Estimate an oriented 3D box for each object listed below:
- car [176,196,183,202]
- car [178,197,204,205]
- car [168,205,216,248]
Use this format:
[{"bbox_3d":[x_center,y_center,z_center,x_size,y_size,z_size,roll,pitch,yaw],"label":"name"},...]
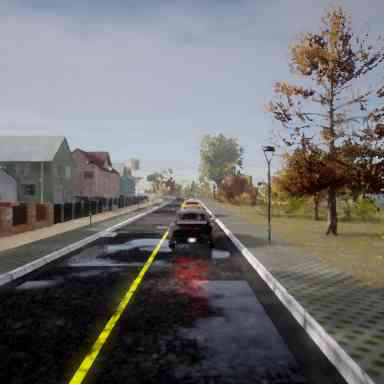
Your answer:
[{"bbox_3d":[-2.753,1.509,75.884,1.895,1.301,4.718,0,0,0],"label":"car"},{"bbox_3d":[0.000,1.479,29.649,1.882,1.535,5.008,0,0,0],"label":"car"},{"bbox_3d":[0.000,1.517,14.650,1.837,1.490,4.892,0,0,0],"label":"car"}]
